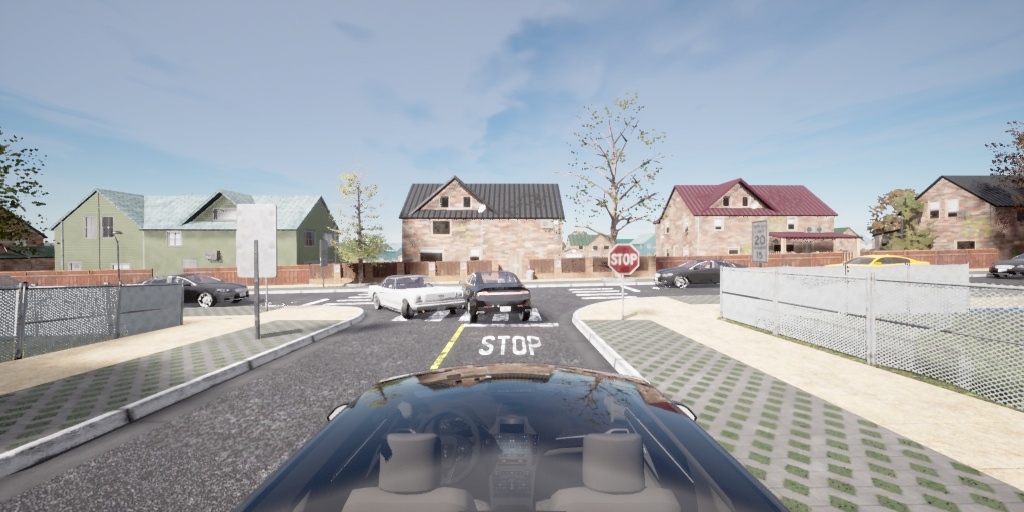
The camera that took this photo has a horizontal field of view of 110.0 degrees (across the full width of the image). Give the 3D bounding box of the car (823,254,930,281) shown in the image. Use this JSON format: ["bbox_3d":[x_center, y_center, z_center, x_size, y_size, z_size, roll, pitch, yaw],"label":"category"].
[{"bbox_3d":[19.761,0.691,19.648,5.008,1.535,1.882,-1,1,-1],"label":"car"}]

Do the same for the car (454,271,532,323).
[{"bbox_3d":[-0.685,1.243,12.204,2.128,1.511,4.902,0,0,-12],"label":"car"}]

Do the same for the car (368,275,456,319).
[{"bbox_3d":[-3.602,1.368,13.064,1.895,1.301,4.718,0,0,-38],"label":"car"}]

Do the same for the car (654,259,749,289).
[{"bbox_3d":[10.331,0.926,19.612,4.902,1.511,2.128,-1,1,0],"label":"car"}]

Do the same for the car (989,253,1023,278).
[{"bbox_3d":[29.386,0.479,19.684,4.902,1.511,2.128,-1,1,0],"label":"car"}]

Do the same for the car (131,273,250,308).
[{"bbox_3d":[-14.902,1.567,16.559,4.902,1.511,2.128,-1,1,0],"label":"car"}]

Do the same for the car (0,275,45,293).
[{"bbox_3d":[-24.239,1.648,16.519,4.553,1.767,2.097,-1,1,0],"label":"car"}]
